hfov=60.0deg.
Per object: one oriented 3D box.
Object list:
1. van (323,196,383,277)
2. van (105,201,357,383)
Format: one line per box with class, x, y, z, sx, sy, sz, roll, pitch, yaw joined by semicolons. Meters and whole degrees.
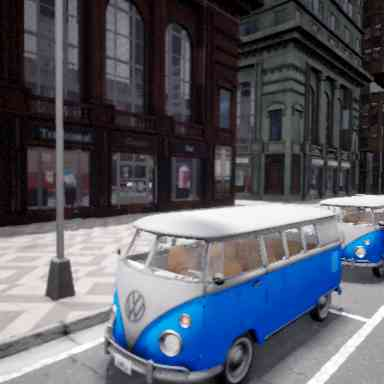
van;4.613;1.016;8.917;1.690;1.788;3.998;3;3;43
van;0.759;1.135;4.806;1.690;1.788;3.998;3;3;43
